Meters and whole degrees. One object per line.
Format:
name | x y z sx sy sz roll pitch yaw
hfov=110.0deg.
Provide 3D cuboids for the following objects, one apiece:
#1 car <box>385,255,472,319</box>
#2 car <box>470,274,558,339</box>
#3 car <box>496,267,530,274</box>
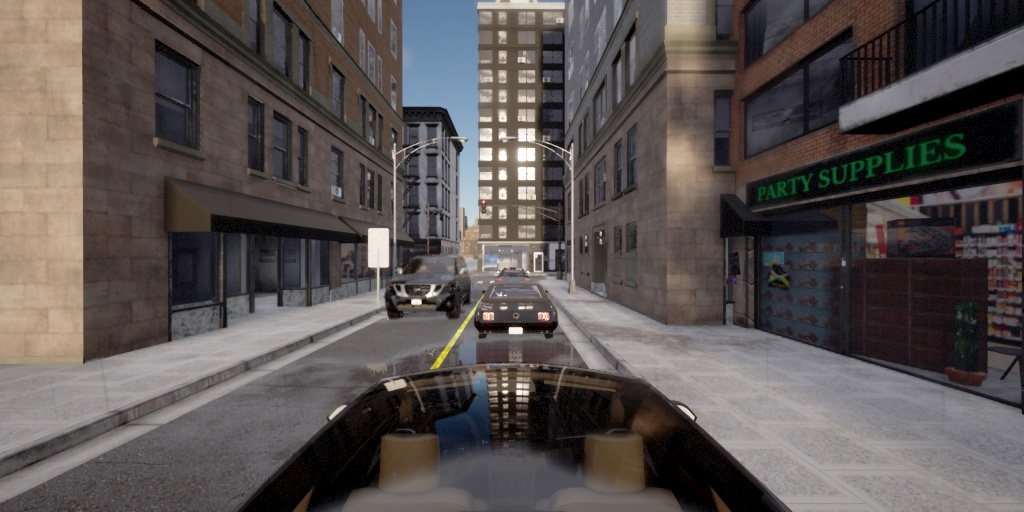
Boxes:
car | -2.765 0.970 13.122 2.150 2.045 5.566 0 0 0
car | 0.088 1.350 10.064 1.895 1.301 4.718 0 0 0
car | 0.066 1.313 20.032 1.994 1.385 4.181 0 0 0
